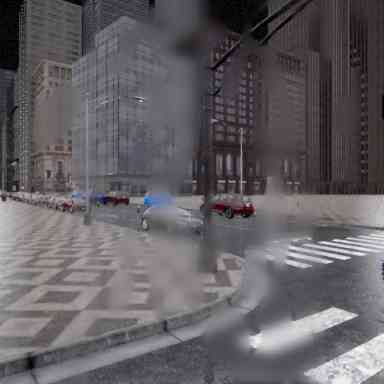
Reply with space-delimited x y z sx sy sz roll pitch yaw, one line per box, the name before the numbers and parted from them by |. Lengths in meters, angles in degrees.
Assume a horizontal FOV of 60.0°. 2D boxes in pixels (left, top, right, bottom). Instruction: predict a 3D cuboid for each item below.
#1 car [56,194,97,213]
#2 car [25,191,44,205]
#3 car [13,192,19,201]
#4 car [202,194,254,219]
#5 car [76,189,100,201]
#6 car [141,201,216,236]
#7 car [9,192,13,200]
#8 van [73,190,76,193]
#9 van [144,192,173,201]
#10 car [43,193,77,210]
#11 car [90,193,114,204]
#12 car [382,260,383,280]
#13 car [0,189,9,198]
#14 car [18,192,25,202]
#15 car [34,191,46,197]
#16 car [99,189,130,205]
car | -10.590 1.139 30.273 1.887 1.381 4.507 1 0 -35
car | -20.097 0.939 43.609 2.008 1.369 4.403 1 0 -35
car | -26.434 0.702 52.499 1.967 1.590 4.097 1 0 -35
car | 2.700 1.049 26.323 2.192 1.841 5.009 1 0 -35
car | -13.188 0.641 44.153 2.150 2.045 5.566 0 -1 -35
car | -1.083 1.366 16.938 2.008 1.369 4.403 1 0 -35
car | -29.605 0.747 56.944 1.887 1.381 4.507 1 0 -35
van | -19.488 0.597 57.442 1.690 1.788 3.998 1 0 -35
van | -3.640 0.930 35.214 1.690 1.788 3.998 1 0 -35
car | -13.759 1.074 34.718 2.008 1.369 4.403 1 0 -35
car | -13.152 0.934 48.552 2.008 1.369 4.403 1 0 -35
car | 6.515 1.477 8.023 5.008 1.535 1.882 0 0 -35
car | -39.113 0.611 70.278 1.947 1.339 4.313 1 0 -35
car | -23.267 0.874 48.054 2.008 1.369 4.403 1 0 -35
car | -38.507 0.494 84.115 1.887 1.381 4.507 0 0 -35
car | -9.978 0.765 44.105 2.192 1.841 5.009 1 0 -35
